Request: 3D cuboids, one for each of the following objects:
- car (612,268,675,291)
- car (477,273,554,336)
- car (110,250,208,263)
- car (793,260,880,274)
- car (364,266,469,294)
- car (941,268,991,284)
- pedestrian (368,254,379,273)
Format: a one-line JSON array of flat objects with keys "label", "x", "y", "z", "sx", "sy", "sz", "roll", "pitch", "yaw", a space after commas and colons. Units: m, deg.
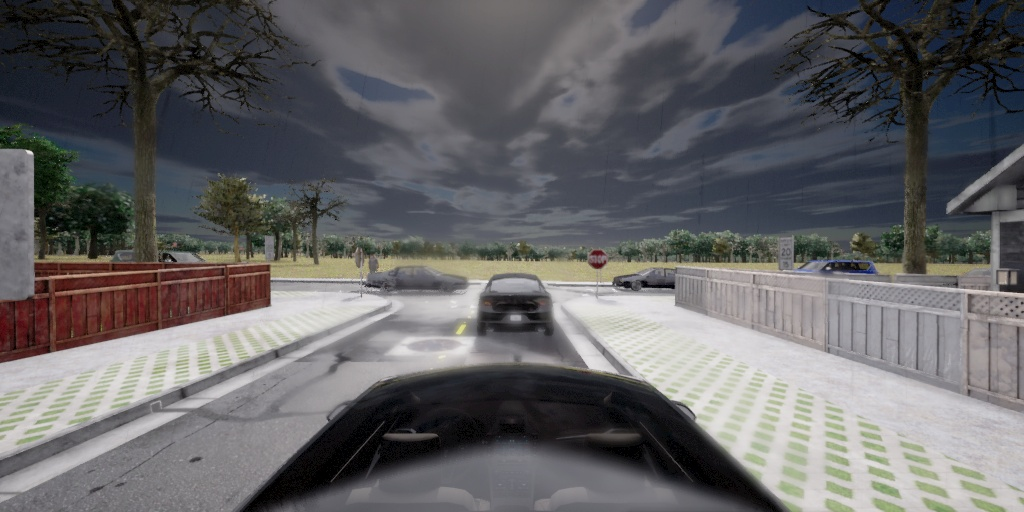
[{"label": "car", "x": 9.113, "y": 1.435, "z": 22.413, "sx": 5.357, "sy": 1.411, "sz": 2.033, "roll": 1, "pitch": 0, "yaw": -1}, {"label": "car", "x": 0.080, "y": 1.226, "z": 10.463, "sx": 1.882, "sy": 1.535, "sz": 5.008, "roll": 0, "pitch": 0, "yaw": 0}, {"label": "car", "x": -18.192, "y": 0.722, "z": 19.211, "sx": 5.566, "sy": 2.045, "sz": 2.150, "roll": 1, "pitch": 0, "yaw": -1}, {"label": "car", "x": 19.717, "y": 1.259, "z": 22.513, "sx": 5.566, "sy": 2.045, "sz": 2.150, "roll": 1, "pitch": 0, "yaw": -1}, {"label": "car", "x": -5.040, "y": 1.247, "z": 19.335, "sx": 5.357, "sy": 1.411, "sz": 2.033, "roll": 1, "pitch": 0, "yaw": -1}, {"label": "car", "x": 30.128, "y": 1.535, "z": 22.595, "sx": 4.553, "sy": 1.767, "sz": 2.097, "roll": 1, "pitch": 0, "yaw": 0}, {"label": "pedestrian", "x": -9.750, "y": 0.748, "z": 25.152, "sx": 0.375, "sy": 1.860, "sz": 0.375, "roll": 0, "pitch": -1, "yaw": -1}]
